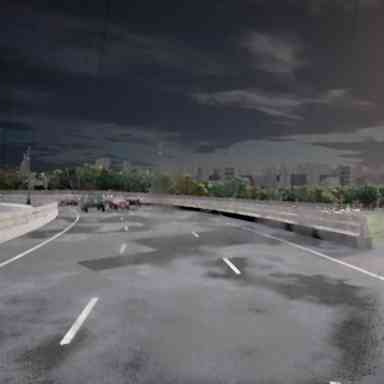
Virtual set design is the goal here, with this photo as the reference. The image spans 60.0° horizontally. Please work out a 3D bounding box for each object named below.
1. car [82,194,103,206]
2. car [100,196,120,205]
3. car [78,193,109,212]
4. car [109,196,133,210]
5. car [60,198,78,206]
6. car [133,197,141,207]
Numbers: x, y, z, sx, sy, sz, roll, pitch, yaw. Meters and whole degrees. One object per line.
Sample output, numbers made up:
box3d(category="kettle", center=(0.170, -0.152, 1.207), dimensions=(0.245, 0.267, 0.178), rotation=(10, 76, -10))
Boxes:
box3d(category="car", center=(-16.669, 1.304, 55.694), dimensions=(2.097, 1.767, 4.553), rotation=(0, 0, -33))
box3d(category="car", center=(-14.433, 1.501, 58.673), dimensions=(1.994, 1.385, 4.181), rotation=(0, 0, -36))
box3d(category="car", center=(-11.513, 1.183, 38.550), dimensions=(2.150, 2.045, 5.566), rotation=(0, -1, -24))
box3d(category="car", center=(-9.127, 1.476, 41.624), dimensions=(1.812, 1.442, 4.674), rotation=(0, 0, -24))
box3d(category="car", center=(-20.174, 1.570, 54.656), dimensions=(1.895, 1.301, 4.718), rotation=(0, 0, -36))
box3d(category="car", center=(-9.206, 1.410, 49.833), dimensions=(1.882, 1.535, 5.008), rotation=(0, 0, -30))
